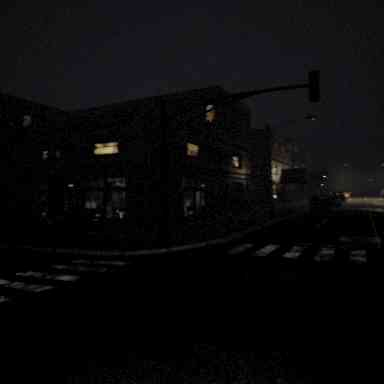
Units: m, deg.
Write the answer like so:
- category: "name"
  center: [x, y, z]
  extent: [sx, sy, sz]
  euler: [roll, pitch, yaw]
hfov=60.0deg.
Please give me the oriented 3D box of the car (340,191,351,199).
- category: "car"
  center: [37.659, 0.640, 81.340]
  extent: [2.192, 1.841, 5.009]
  euler: [0, 0, 27]

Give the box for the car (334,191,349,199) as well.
- category: "car"
  center: [25.032, 0.866, 56.716]
  extent: [2.192, 1.841, 5.009]
  euler: [0, 0, 27]

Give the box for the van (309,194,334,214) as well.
- category: "van"
  center: [12.406, 1.118, 32.095]
  extent: [1.690, 1.788, 3.998]
  euler: [0, 0, 27]

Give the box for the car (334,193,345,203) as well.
- category: "car"
  center: [19.983, 1.207, 46.870]
  extent: [1.947, 1.339, 4.313]
  euler: [0, 0, 27]

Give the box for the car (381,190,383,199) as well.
- category: "car"
  center: [40.137, 0.807, 67.810]
  extent: [1.752, 1.417, 4.829]
  euler: [0, 0, 27]

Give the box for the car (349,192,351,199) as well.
- category: "car"
  center: [35.056, 0.897, 76.266]
  extent: [1.752, 1.417, 4.829]
  euler: [0, 0, 27]

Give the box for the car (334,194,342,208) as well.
- category: "car"
  center: [17.458, 1.268, 41.945]
  extent: [1.802, 1.307, 4.206]
  euler: [0, 0, 27]

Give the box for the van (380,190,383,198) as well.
- category: "van"
  center: [47.635, 0.488, 82.432]
  extent: [1.690, 1.788, 3.998]
  euler: [0, 0, 27]
